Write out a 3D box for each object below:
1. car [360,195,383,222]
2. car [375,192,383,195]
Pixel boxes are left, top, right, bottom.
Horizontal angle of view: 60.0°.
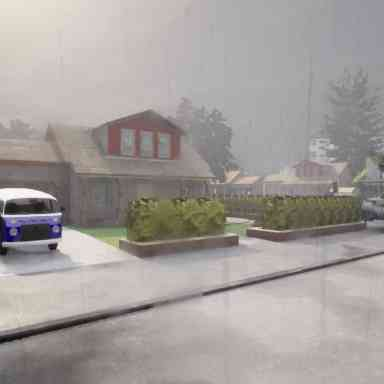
[{"bbox_3d":[13.210,1.352,26.494,2.097,1.767,4.553,0,0,-35],"label":"car"},{"bbox_3d":[22.993,0.985,40.726,3.866,1.878,1.905,0,0,-1],"label":"car"}]
